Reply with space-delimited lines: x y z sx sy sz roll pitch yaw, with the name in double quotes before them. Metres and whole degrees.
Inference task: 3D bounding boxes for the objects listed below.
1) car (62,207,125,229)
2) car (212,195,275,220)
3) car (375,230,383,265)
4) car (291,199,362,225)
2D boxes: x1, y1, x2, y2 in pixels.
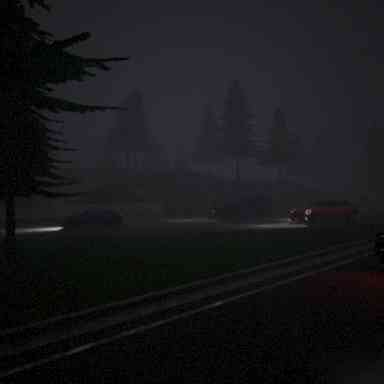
"car" -6.867 1.789 23.362 4.181 1.385 1.994 -1 0 -13
"car" 4.552 1.281 29.422 5.566 2.045 2.150 -1 0 -15
"car" 7.381 1.418 10.266 4.902 1.511 2.128 -1 0 -41
"car" 9.313 1.305 23.710 4.553 1.767 2.097 -1 0 -20
